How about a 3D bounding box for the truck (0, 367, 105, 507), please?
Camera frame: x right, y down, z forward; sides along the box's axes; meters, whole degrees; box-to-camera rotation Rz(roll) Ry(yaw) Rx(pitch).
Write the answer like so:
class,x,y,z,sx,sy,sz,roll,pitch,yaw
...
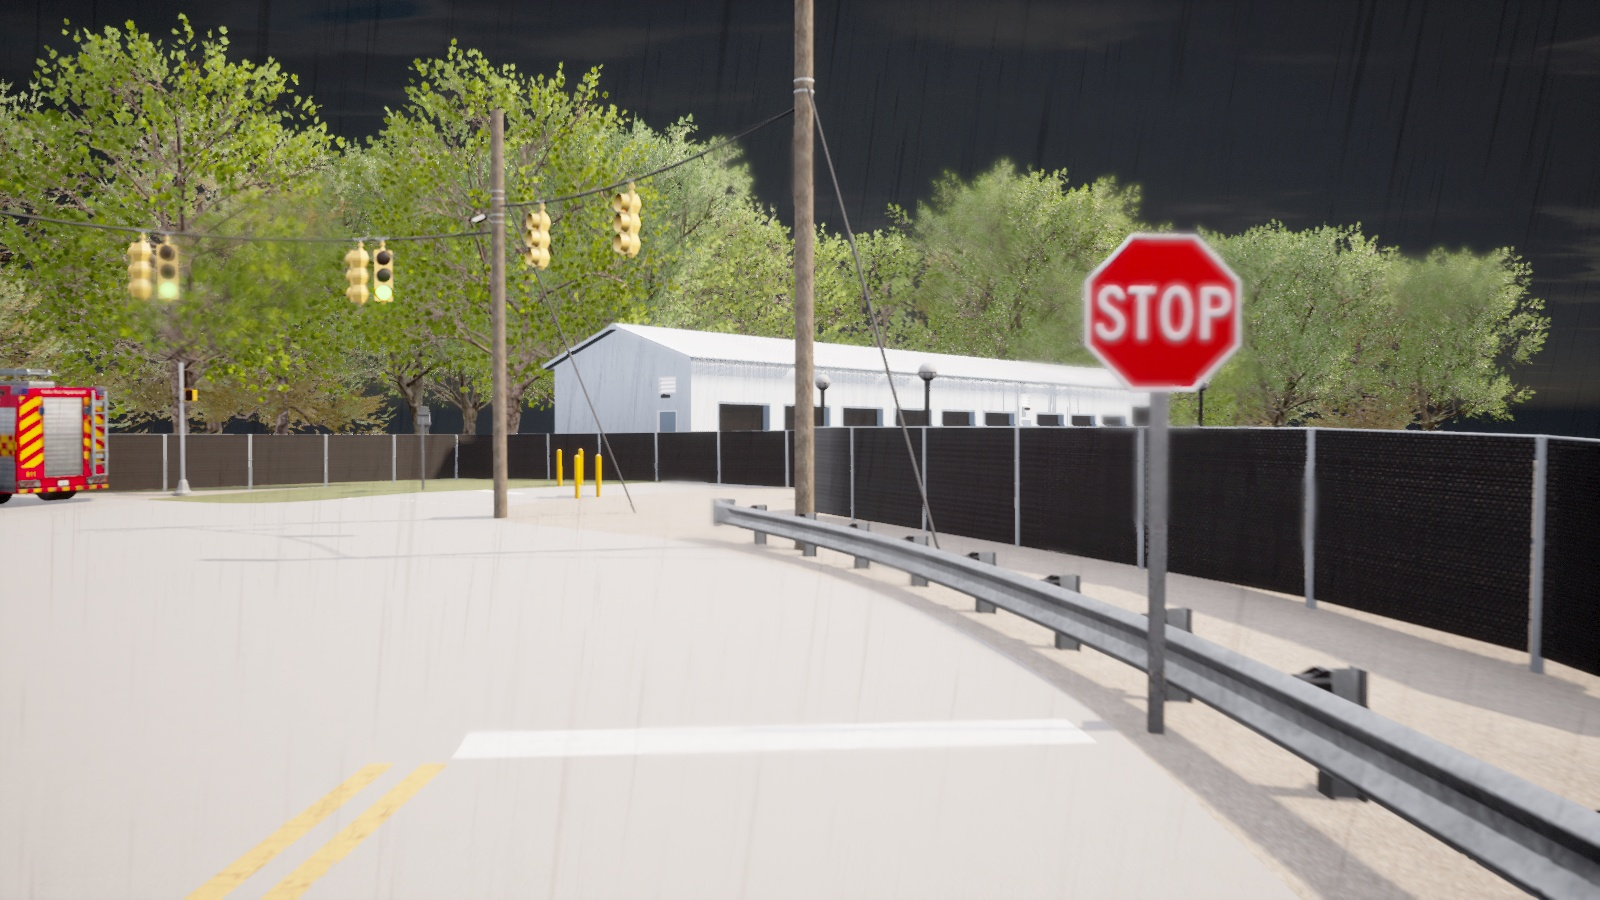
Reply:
class,x,y,z,sx,sy,sz,roll,pitch,yaw
truck,-24.866,-0.489,37.069,8.468,3.827,2.891,1,2,22
